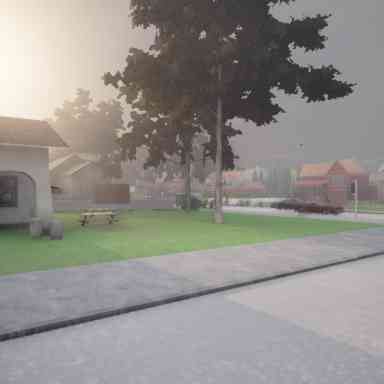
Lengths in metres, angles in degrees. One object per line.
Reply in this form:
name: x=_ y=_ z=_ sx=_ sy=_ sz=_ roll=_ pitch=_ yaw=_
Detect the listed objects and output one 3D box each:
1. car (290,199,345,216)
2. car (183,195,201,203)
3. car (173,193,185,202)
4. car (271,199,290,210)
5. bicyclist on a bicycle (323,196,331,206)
car: x=12.476 y=1.601 z=32.886 sx=1.895 sy=1.301 sz=4.718 roll=0 pitch=0 yaw=-36
car: x=0.190 y=1.564 z=50.002 sx=1.994 sy=1.385 sz=4.181 roll=0 pitch=0 yaw=-36
car: x=-2.058 y=1.225 z=60.231 sx=2.150 sy=2.045 sz=5.566 roll=0 pitch=0 yaw=-35
car: x=12.212 y=1.547 z=40.460 sx=2.033 sy=1.411 sz=5.357 roll=0 pitch=0 yaw=-36
bicyclist on a bicycle: x=16.758 y=1.349 z=41.316 sx=1.656 sy=1.620 sz=0.582 roll=0 pitch=0 yaw=-36
